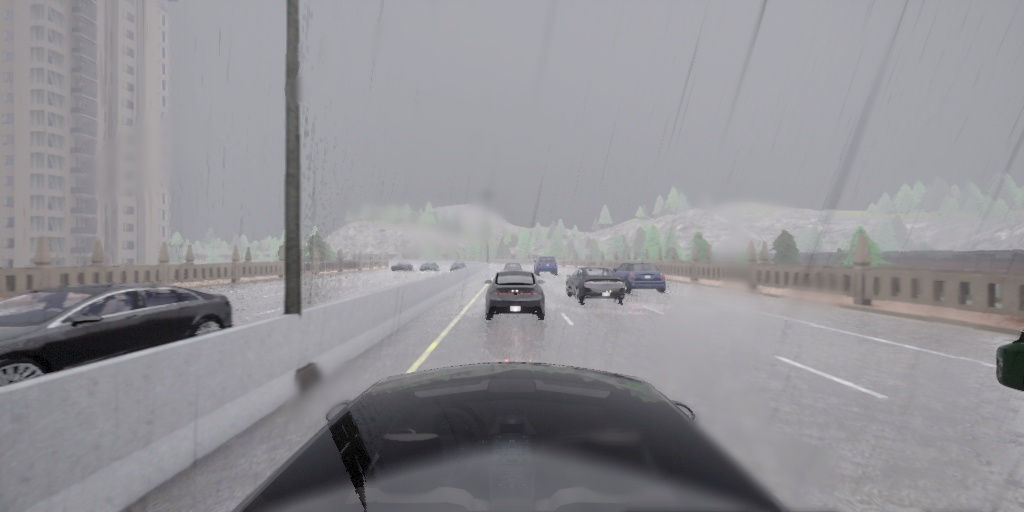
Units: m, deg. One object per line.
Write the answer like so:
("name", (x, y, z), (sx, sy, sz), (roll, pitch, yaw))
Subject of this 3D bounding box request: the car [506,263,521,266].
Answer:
("car", (0.099, 1.343, 33.967), (2.033, 1.411, 5.357), (0, 0, 0))

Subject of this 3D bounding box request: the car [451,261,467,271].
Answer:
("car", (-7.395, 1.415, 50.189), (1.994, 1.385, 4.181), (0, 0, -4))

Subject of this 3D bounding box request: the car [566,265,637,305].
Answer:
("car", (3.599, 1.252, 16.129), (2.128, 1.511, 4.902), (0, 0, 0))

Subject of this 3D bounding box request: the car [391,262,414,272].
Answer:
("car", (-14.212, 1.438, 46.594), (1.895, 1.301, 4.718), (0, 0, -2))

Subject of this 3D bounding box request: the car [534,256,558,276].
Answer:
("car", (3.597, 1.032, 38.730), (2.150, 2.045, 5.566), (0, 0, 0))

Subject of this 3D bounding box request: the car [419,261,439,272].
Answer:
("car", (-10.769, 1.403, 47.006), (1.994, 1.385, 4.181), (0, 0, -2))

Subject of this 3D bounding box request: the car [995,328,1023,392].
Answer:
("car", (7.100, 0.971, 1.977), (2.150, 2.045, 5.566), (0, 0, 0))

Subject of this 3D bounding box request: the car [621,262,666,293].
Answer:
("car", (7.100, 1.119, 20.888), (2.097, 1.767, 4.553), (0, 0, 0))

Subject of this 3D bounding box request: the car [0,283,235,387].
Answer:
("car", (-7.100, 1.242, 5.929), (2.128, 1.511, 4.902), (0, 0, 0))

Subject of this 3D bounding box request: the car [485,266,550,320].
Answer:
("car", (0.099, 1.262, 12.684), (1.837, 1.490, 4.892), (0, 0, 0))
